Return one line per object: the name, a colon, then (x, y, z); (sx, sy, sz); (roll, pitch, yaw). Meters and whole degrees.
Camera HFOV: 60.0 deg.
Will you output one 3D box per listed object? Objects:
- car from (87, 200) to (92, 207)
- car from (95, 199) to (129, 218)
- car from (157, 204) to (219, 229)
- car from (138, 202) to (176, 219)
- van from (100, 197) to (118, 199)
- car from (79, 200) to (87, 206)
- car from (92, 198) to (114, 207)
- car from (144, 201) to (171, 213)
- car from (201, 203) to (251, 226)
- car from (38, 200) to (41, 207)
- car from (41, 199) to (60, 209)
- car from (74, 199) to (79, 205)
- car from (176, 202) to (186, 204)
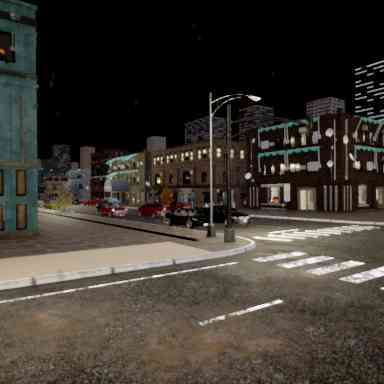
car: (-17.450, 1.938, 62.615); (2.192, 1.841, 5.009); (-1, 0, -35)
car: (-8.285, 1.845, 35.187); (1.967, 1.590, 4.097); (-1, 0, -35)
car: (-0.359, 1.814, 23.794); (1.947, 1.339, 4.313); (-2, 0, -35)
car: (-3.875, 1.860, 33.486); (1.812, 1.442, 4.674); (-1, 0, -35)
van: (-14.249, 1.905, 58.099); (1.690, 1.788, 3.998); (-1, 0, -35)
car: (-20.644, 2.226, 67.132); (1.887, 1.381, 4.507); (-1, 0, -35)
car: (-11.187, 1.977, 43.815); (1.837, 1.490, 4.892); (-1, 1, -35)
car: (-4.644, 1.964, 44.550); (1.802, 1.307, 4.206); (-2, 0, -35)
car: (2.334, 1.737, 24.735); (1.812, 1.442, 4.674); (-1, 0, -34)
car: (-30.681, 2.375, 66.803); (2.008, 1.369, 4.403); (-1, 0, -35)
car: (-24.183, 2.232, 57.631); (1.752, 1.417, 4.829); (-1, 0, -35)
car: (-27.044, 2.363, 76.166); (1.947, 1.339, 4.313); (-1, 0, -35)
car: (-1.445, 1.902, 40.034); (1.802, 1.307, 4.206); (-2, 0, -35)
